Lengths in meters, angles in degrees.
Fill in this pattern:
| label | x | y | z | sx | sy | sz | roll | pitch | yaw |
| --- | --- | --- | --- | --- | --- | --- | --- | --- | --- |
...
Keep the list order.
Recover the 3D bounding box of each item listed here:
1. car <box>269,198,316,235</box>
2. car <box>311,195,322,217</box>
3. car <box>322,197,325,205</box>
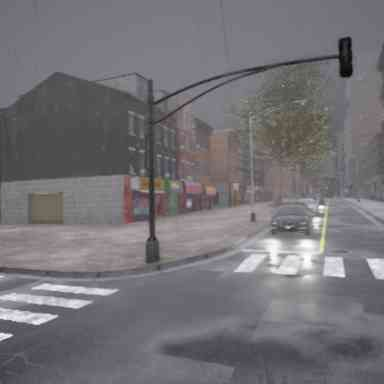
| label | x | y | z | sx | sy | sz | roll | pitch | yaw |
| --- | --- | --- | --- | --- | --- | --- | --- | --- | --- |
| car | 5.326 | 1.340 | 17.552 | 1.837 | 1.490 | 4.892 | -2 | 0 | 22 |
| car | 9.746 | 1.255 | 28.273 | 1.812 | 1.442 | 4.674 | -2 | 0 | 23 |
| car | 18.101 | 1.122 | 48.265 | 2.128 | 1.511 | 4.902 | -2 | -1 | 23 |
